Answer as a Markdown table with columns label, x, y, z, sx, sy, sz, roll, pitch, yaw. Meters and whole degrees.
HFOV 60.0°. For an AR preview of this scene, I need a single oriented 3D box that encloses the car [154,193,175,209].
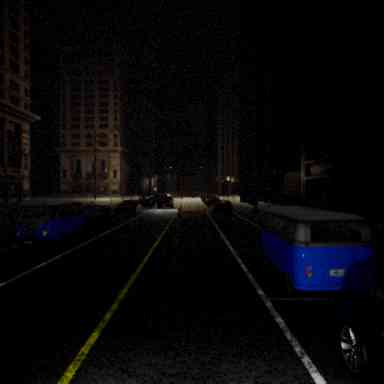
| label | x | y | z | sx | sy | sz | roll | pitch | yaw |
| --- | --- | --- | --- | --- | --- | --- | --- | --- | --- |
| car | -3.077 | 1.241 | 39.711 | 1.837 | 1.490 | 4.892 | 0 | 0 | 0 |

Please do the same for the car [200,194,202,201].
| label | x | y | z | sx | sy | sz | roll | pitch | yaw |
| --- | --- | --- | --- | --- | --- | --- | --- | --- | --- |
| car | 2.782 | 1.122 | 59.123 | 1.752 | 1.417 | 4.829 | 0 | 0 | 0 |

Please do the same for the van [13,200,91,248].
| label | x | y | z | sx | sy | sz | roll | pitch | yaw |
| --- | --- | --- | --- | --- | --- | --- | --- | --- | --- |
| van | -5.761 | 1.249 | 13.828 | 1.690 | 1.788 | 3.998 | 0 | 0 | 0 |

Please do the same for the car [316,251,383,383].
| label | x | y | z | sx | sy | sz | roll | pitch | yaw |
| --- | --- | --- | --- | --- | --- | --- | --- | --- | --- |
| car | 2.761 | 1.548 | 2.548 | 1.947 | 1.339 | 4.313 | 0 | 0 | 0 |

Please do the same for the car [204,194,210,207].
| label | x | y | z | sx | sy | sz | roll | pitch | yaw |
| --- | --- | --- | --- | --- | --- | --- | --- | --- | --- |
| car | 2.775 | 1.270 | 42.032 | 2.008 | 1.369 | 4.403 | 0 | 0 | 0 |

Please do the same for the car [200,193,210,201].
| label | x | y | z | sx | sy | sz | roll | pitch | yaw |
| --- | --- | --- | --- | --- | --- | --- | --- | --- | --- |
| car | 2.786 | 0.954 | 70.235 | 1.967 | 1.590 | 4.097 | 0 | 0 | 0 |

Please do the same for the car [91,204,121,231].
| label | x | y | z | sx | sy | sz | roll | pitch | yaw |
| --- | --- | --- | --- | --- | --- | --- | --- | --- | --- |
| car | -5.758 | 1.415 | 19.470 | 1.887 | 1.381 | 4.507 | 0 | 0 | 0 |

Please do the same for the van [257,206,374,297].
| label | x | y | z | sx | sy | sz | roll | pitch | yaw |
| --- | --- | --- | --- | --- | --- | --- | --- | --- | --- |
| van | 2.762 | 1.286 | 8.187 | 1.690 | 1.788 | 3.998 | 0 | 0 | 0 |

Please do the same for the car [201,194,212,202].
| label | x | y | z | sx | sy | sz | roll | pitch | yaw |
| --- | --- | --- | --- | --- | --- | --- | --- | --- | --- |
| car | 2.784 | 1.107 | 64.594 | 2.008 | 1.369 | 4.403 | 0 | 0 | 0 |

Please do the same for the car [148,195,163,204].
| label | x | y | z | sx | sy | sz | roll | pitch | yaw |
| --- | --- | --- | --- | --- | --- | --- | --- | --- | --- |
| car | -5.746 | 1.205 | 53.315 | 1.947 | 1.339 | 4.313 | 0 | 0 | 0 |

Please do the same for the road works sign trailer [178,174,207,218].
| label | x | y | z | sx | sy | sz | roll | pitch | yaw |
| --- | --- | --- | --- | --- | --- | --- | --- | --- | --- |
| road works sign trailer | 0.010 | 0.282 | 27.480 | 2.380 | 3.560 | 2.880 | 0 | 0 | 0 |

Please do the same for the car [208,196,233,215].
| label | x | y | z | sx | sy | sz | roll | pitch | yaw |
| --- | --- | --- | --- | --- | --- | --- | --- | --- | --- |
| car | 2.771 | 1.341 | 30.751 | 1.887 | 1.381 | 4.507 | 0 | 0 | 0 |

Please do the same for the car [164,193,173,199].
| label | x | y | z | sx | sy | sz | roll | pitch | yaw |
| --- | --- | --- | --- | --- | --- | --- | --- | --- | --- |
| car | -5.735 | 0.979 | 81.519 | 2.008 | 1.369 | 4.403 | 0 | 0 | 0 |

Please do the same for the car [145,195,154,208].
| label | x | y | z | sx | sy | sz | roll | pitch | yaw |
| --- | --- | --- | --- | --- | --- | --- | --- | --- | --- |
| car | -5.750 | 1.159 | 42.032 | 1.967 | 1.590 | 4.097 | 0 | 0 | 0 |

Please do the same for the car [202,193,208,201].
| label | x | y | z | sx | sy | sz | roll | pitch | yaw |
| --- | --- | --- | --- | --- | --- | --- | --- | --- | --- |
| car | 2.777 | 1.245 | 47.672 | 1.947 | 1.339 | 4.313 | 0 | 0 | 0 |

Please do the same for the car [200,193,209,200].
| label | x | y | z | sx | sy | sz | roll | pitch | yaw |
| --- | --- | --- | --- | --- | --- | --- | --- | --- | --- |
| car | 2.788 | 1.022 | 75.876 | 2.008 | 1.369 | 4.403 | 0 | 0 | 0 |

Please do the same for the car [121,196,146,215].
| label | x | y | z | sx | sy | sz | roll | pitch | yaw |
| --- | --- | --- | --- | --- | --- | --- | --- | --- | --- |
| car | -5.754 | 1.362 | 30.751 | 1.947 | 1.339 | 4.313 | 0 | 0 | 0 |
